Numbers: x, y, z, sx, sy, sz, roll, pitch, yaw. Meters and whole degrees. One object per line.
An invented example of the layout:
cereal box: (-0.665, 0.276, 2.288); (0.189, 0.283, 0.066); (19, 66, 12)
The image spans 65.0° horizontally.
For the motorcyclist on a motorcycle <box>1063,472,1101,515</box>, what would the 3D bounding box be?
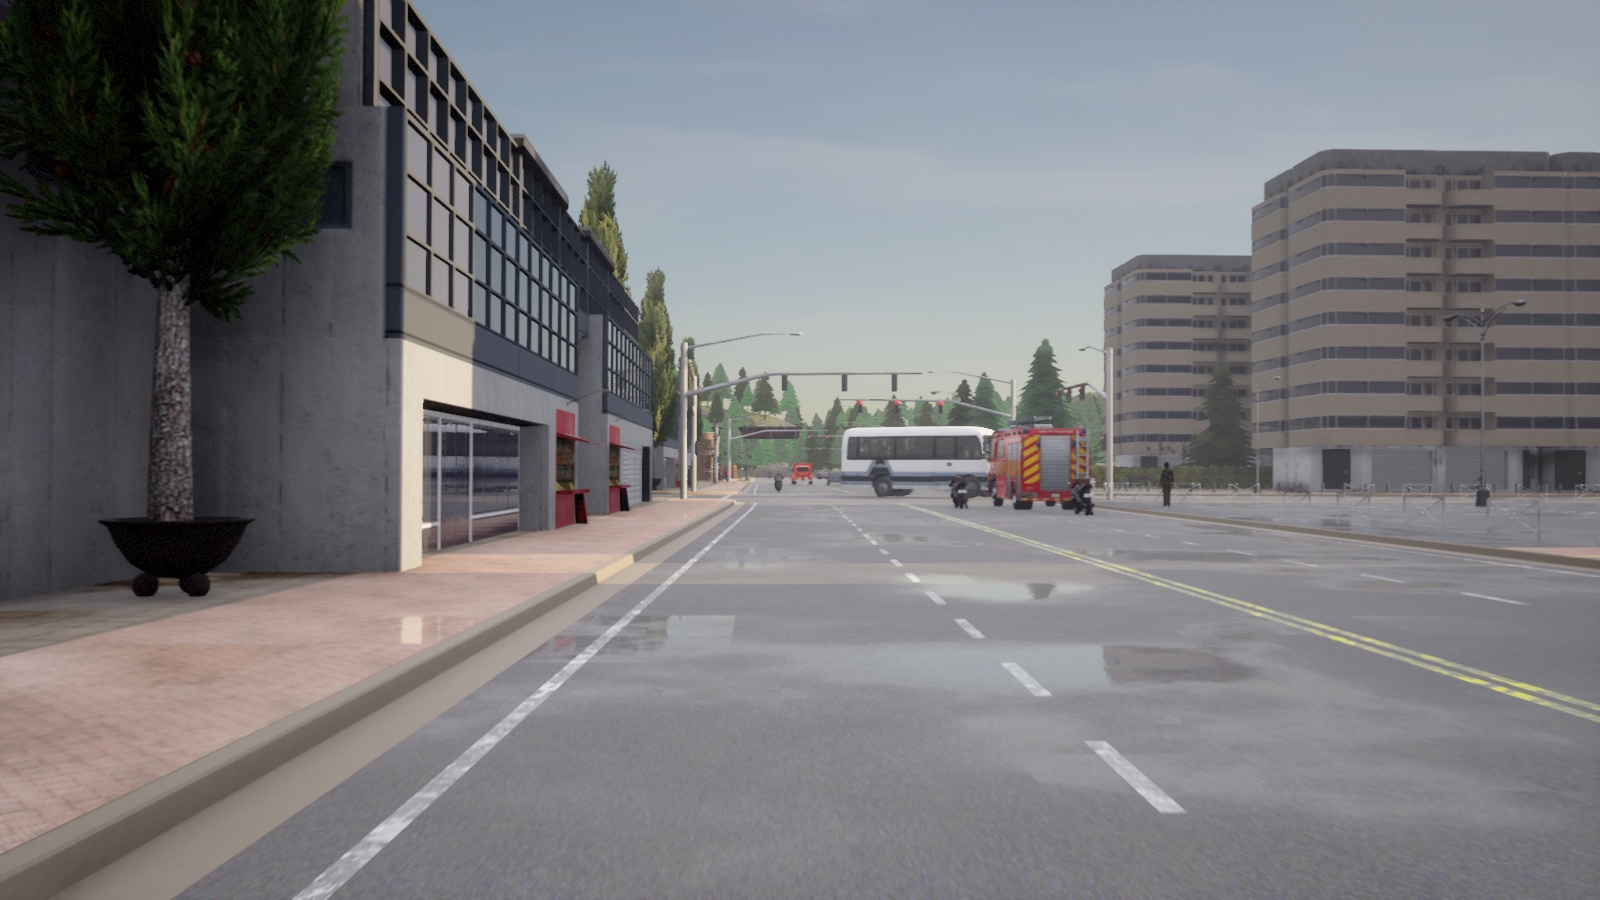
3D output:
motorcyclist on a motorcycle: (10.285, 1.573, 45.921); (0.866, 1.530, 2.191); (0, -1, 0)

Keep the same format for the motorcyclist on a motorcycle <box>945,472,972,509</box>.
motorcyclist on a motorcycle: (6.731, 1.714, 53.378); (0.866, 1.530, 2.191); (0, -1, -1)

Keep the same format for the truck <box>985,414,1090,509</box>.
truck: (10.203, 0.525, 54.912); (2.891, 3.827, 8.468); (0, -1, -1)

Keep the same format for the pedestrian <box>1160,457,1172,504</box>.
pedestrian: (15.110, 1.275, 51.862); (0.395, 1.930, 0.692); (0, -1, 9)

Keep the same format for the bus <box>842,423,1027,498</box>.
bus: (8.041, 0.667, 75.483); (10.273, 4.253, 3.944); (-1, 0, 30)
